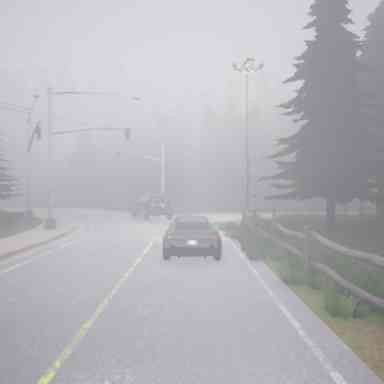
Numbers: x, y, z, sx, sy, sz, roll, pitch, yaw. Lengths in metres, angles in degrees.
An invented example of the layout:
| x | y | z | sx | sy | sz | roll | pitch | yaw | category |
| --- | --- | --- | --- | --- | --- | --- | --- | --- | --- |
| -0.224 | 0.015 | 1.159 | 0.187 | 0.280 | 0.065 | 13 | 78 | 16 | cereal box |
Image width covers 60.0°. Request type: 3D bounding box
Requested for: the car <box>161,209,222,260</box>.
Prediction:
| x | y | z | sx | sy | sz | roll | pitch | yaw | category |
| --- | --- | --- | --- | --- | --- | --- | --- | --- | --- |
| -0.016 | 1.533 | 12.272 | 1.994 | 1.385 | 4.181 | 0 | 0 | -1 | car |

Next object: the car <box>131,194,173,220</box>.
| x | y | z | sx | sy | sz | roll | pitch | yaw | category |
| --- | --- | --- | --- | --- | --- | --- | --- | --- | --- |
| -3.375 | 1.173 | 27.585 | 2.150 | 2.045 | 5.566 | 1 | 0 | -25 | car |
